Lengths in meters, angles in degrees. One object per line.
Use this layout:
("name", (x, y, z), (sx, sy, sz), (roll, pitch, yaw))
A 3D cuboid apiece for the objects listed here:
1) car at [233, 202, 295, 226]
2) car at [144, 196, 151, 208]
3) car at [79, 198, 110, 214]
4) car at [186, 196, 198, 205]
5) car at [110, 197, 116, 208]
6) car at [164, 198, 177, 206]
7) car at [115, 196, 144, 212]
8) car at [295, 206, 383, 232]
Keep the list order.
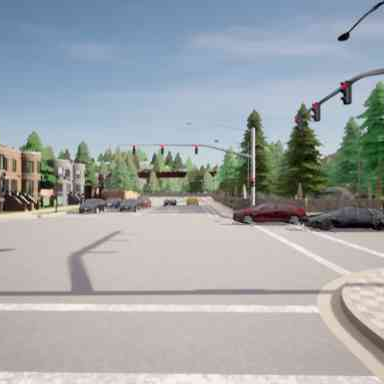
("car", (5.348, 1.472, 22.981), (5.008, 1.535, 1.882), (0, 0, 0))
("car", (-7.088, 1.340, 47.556), (2.097, 1.767, 4.553), (0, 0, 0))
("car", (-10.600, 1.496, 35.641), (1.837, 1.490, 4.892), (0, 0, 0))
("car", (0.060, 1.464, 57.045), (1.882, 1.535, 5.008), (0, 0, 0))
("car", (-10.603, 1.481, 45.057), (2.128, 1.511, 4.902), (0, 0, 0))
("car", (-3.438, 1.588, 53.972), (1.895, 1.301, 4.718), (0, 0, 0))
("car", (-7.090, 1.496, 38.355), (1.837, 1.490, 4.892), (0, 0, 0))
("car", (9.185, 1.543, 19.465), (5.357, 1.411, 2.033), (0, 0, 0))
